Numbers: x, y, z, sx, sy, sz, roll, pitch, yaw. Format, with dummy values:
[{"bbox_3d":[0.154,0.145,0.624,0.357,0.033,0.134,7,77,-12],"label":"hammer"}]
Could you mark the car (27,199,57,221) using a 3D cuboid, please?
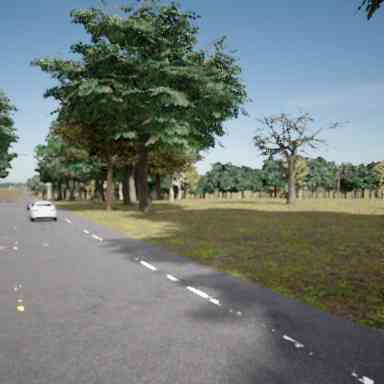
[{"bbox_3d":[-11.784,1.464,26.282,1.812,1.442,4.674,0,0,-27],"label":"car"}]
